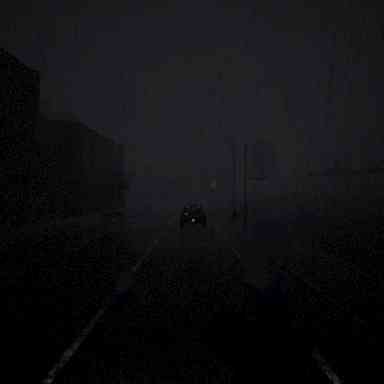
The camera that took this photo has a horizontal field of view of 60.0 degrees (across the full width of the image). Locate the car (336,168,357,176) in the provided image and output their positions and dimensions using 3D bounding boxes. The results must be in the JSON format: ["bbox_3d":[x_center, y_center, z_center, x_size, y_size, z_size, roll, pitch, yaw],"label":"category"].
[{"bbox_3d":[24.216,-2.932,49.841,2.002,1.452,4.674,0,0,-7],"label":"car"}]

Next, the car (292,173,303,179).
[{"bbox_3d":[22.418,-3.113,66.513,2.097,1.535,5.008,0,0,-4],"label":"car"}]

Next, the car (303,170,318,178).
[{"bbox_3d":[22.889,-3.192,61.008,2.185,1.767,4.553,0,0,-5],"label":"car"}]

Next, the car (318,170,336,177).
[{"bbox_3d":[23.511,-2.988,55.315,2.163,1.488,4.792,0,0,-6],"label":"car"}]

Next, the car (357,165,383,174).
[{"bbox_3d":[25.023,-2.923,44.480,2.231,1.521,4.892,0,0,-9],"label":"car"}]

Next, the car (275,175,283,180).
[{"bbox_3d":[21.828,-3.201,77.593,2.231,1.521,4.892,0,0,-1],"label":"car"}]

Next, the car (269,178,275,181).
[{"bbox_3d":[21.697,-3.225,83.111,2.231,1.521,4.892,0,0,-1],"label":"car"}]

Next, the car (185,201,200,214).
[{"bbox_3d":[0.084,1.927,41.497,1.812,1.442,4.674,0,-1,0],"label":"car"}]

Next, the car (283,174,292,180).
[{"bbox_3d":[22.064,-3.120,72.050,2.002,1.452,4.674,0,0,-3],"label":"car"}]

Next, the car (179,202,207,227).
[{"bbox_3d":[0.090,1.732,24.864,2.128,1.511,4.902,0,-1,0],"label":"car"}]
